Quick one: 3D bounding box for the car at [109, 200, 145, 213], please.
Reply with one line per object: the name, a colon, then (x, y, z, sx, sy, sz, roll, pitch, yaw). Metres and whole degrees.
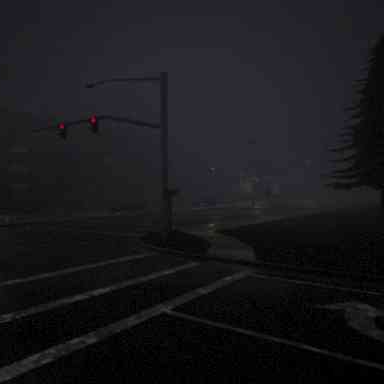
car: (-7.990, 1.761, 41.251, 1.882, 1.535, 5.008, -1, 0, 35)

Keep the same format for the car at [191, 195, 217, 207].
car: (2.096, 1.509, 55.608, 2.150, 2.045, 5.566, -1, -1, 35)
